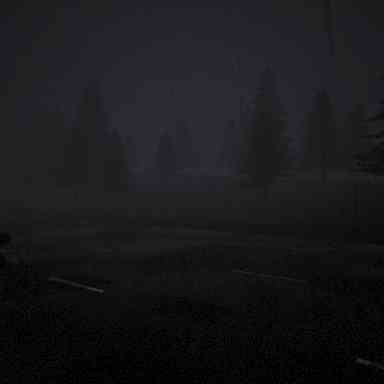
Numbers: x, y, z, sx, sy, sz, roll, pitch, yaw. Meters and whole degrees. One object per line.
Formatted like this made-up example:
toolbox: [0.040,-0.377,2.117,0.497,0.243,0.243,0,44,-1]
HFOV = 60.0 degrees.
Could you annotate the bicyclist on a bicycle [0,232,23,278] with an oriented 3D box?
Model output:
bicyclist on a bicycle: [-5.021,1.455,8.242,0.582,1.620,1.656,0,2,36]
